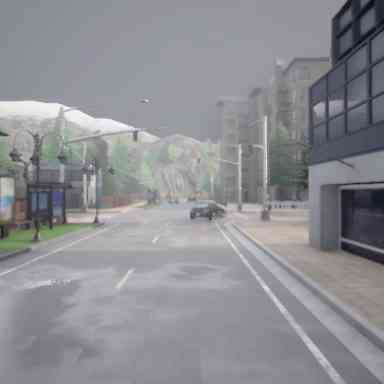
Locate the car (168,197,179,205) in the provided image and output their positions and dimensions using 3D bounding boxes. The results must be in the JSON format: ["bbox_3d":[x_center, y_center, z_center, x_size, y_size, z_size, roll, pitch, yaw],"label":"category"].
[{"bbox_3d":[-3.536,1.636,64.126,2.128,1.511,4.902,0,0,1],"label":"car"}]

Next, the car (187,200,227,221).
[{"bbox_3d":[1.415,1.589,28.062,1.812,1.442,4.674,-1,0,25],"label":"car"}]

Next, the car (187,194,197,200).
[{"bbox_3d":[-0.020,1.333,74.526,2.097,1.767,4.553,0,0,0],"label":"car"}]
